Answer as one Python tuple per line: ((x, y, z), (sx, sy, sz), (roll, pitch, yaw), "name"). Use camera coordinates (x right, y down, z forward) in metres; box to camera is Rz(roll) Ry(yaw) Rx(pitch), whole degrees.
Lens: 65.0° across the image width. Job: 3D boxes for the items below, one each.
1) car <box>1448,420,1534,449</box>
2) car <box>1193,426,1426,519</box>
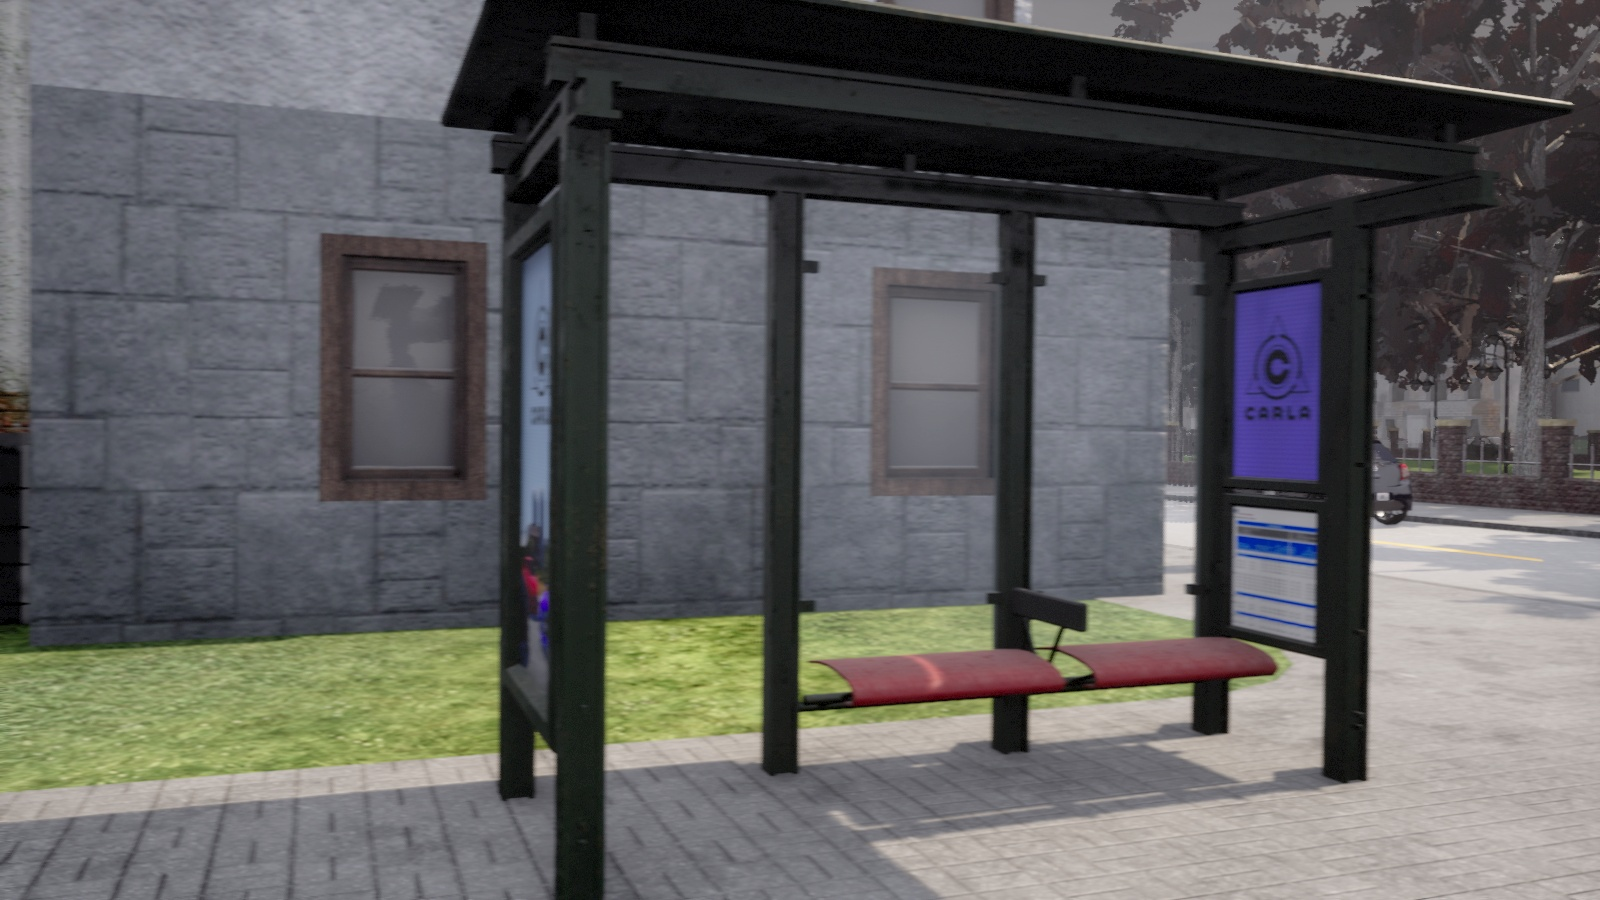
((39.024, -0.883, 71.009), (1.851, 1.617, 3.988), (-1, 1, -21), "car")
((9.022, 0.347, 22.540), (1.845, 1.501, 3.633), (-1, 1, -23), "car")
